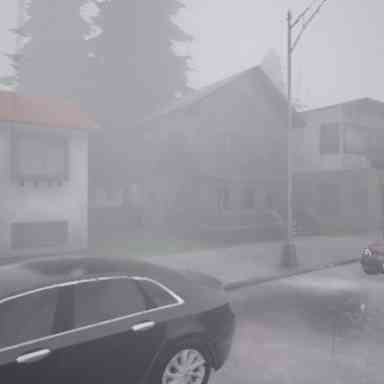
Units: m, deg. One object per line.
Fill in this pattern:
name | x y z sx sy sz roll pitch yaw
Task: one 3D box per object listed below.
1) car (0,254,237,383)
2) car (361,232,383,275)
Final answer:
car | -1.723 1.508 3.378 4.892 1.490 1.837 1 0 -36
car | 6.649 1.551 9.346 4.674 1.442 1.812 0 0 -35
